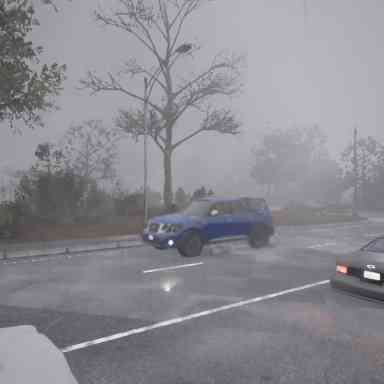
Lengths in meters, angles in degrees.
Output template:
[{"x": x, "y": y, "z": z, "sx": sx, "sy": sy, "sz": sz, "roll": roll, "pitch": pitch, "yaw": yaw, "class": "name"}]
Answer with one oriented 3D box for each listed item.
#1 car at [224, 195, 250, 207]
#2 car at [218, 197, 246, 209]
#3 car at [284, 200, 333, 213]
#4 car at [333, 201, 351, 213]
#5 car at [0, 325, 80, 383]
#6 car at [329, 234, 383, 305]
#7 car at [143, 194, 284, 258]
[{"x": 7.241, "y": 1.438, "z": 54.306, "sx": 2.097, "sy": 1.767, "sz": 4.553, "roll": 0, "pitch": 0, "yaw": -25, "class": "car"}, {"x": 5.857, "y": 1.560, "z": 49.186, "sx": 1.837, "sy": 1.490, "sz": 4.892, "roll": 0, "pitch": 0, "yaw": -26, "class": "car"}, {"x": 12.344, "y": 1.551, "z": 36.783, "sx": 2.033, "sy": 1.411, "sz": 5.357, "roll": 0, "pitch": 0, "yaw": -29, "class": "car"}, {"x": 15.637, "y": 1.604, "z": 38.065, "sx": 1.895, "sy": 1.301, "sz": 4.718, "roll": 0, "pitch": 0, "yaw": -29, "class": "car"}, {"x": -2.942, "y": 1.601, "z": 1.609, "sx": 4.718, "sy": 1.301, "sz": 1.895, "roll": 0, "pitch": 0, "yaw": -36, "class": "car"}, {"x": 5.302, "y": 1.547, "z": 7.402, "sx": 5.357, "sy": 1.411, "sz": 2.033, "roll": 0, "pitch": 0, "yaw": -34, "class": "car"}, {"x": 0.845, "y": 1.221, "z": 13.122, "sx": 5.566, "sy": 2.045, "sz": 2.150, "roll": 0, "pitch": 0, "yaw": -35, "class": "car"}]
